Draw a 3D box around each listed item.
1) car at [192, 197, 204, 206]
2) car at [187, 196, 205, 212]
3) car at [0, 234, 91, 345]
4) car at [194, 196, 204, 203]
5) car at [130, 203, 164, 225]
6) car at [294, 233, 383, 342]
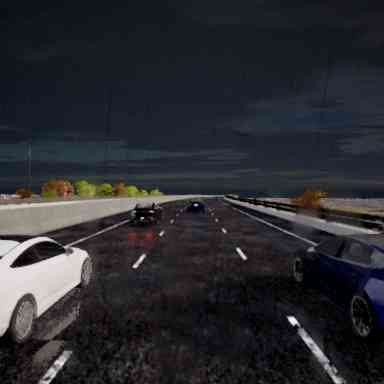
[{"bbox_3d":[1.042,1.639,55.490,1.994,1.385,4.181,0,0,2],"label":"car"},{"bbox_3d":[0.502,1.541,39.858,2.163,1.488,4.792,0,0,1],"label":"car"},{"bbox_3d":[-3.377,1.525,6.233,1.812,1.442,4.674,0,0,0],"label":"car"},{"bbox_3d":[1.620,1.662,73.504,2.128,1.511,4.902,0,0,3],"label":"car"},{"bbox_3d":[-3.206,1.503,24.136,2.128,1.511,4.902,0,0,1],"label":"car"},{"bbox_3d":[3.515,1.505,6.476,2.163,1.488,4.792,0,0,0],"label":"car"}]
